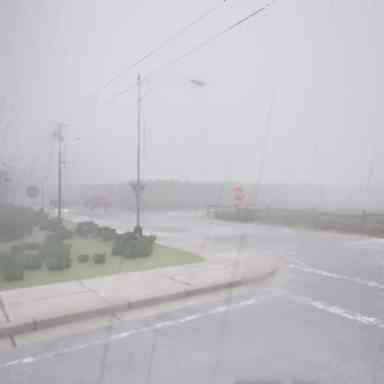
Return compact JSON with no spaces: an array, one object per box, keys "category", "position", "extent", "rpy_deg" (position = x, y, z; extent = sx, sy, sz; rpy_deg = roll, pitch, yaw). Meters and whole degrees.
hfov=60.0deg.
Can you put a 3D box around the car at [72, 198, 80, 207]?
[{"category":"car","position":[-19.048,1.655,54.050],"extent":[1.994,1.385,4.181],"rpy_deg":[0,0,-35]}]

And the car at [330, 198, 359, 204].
[{"category":"car","position":[24.303,1.721,51.952],"extent":[4.902,1.511,2.128],"rpy_deg":[0,0,-35]}]

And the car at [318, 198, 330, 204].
[{"category":"car","position":[22.545,1.676,54.504],"extent":[4.674,1.442,1.812],"rpy_deg":[0,0,-35]}]

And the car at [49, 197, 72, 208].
[{"category":"car","position":[-19.664,1.510,48.792],"extent":[2.128,1.511,4.902],"rpy_deg":[0,0,-35]}]

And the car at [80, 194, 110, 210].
[{"category":"car","position":[-13.123,1.313,45.570],"extent":[2.150,2.045,5.566],"rpy_deg":[0,0,-34]}]
